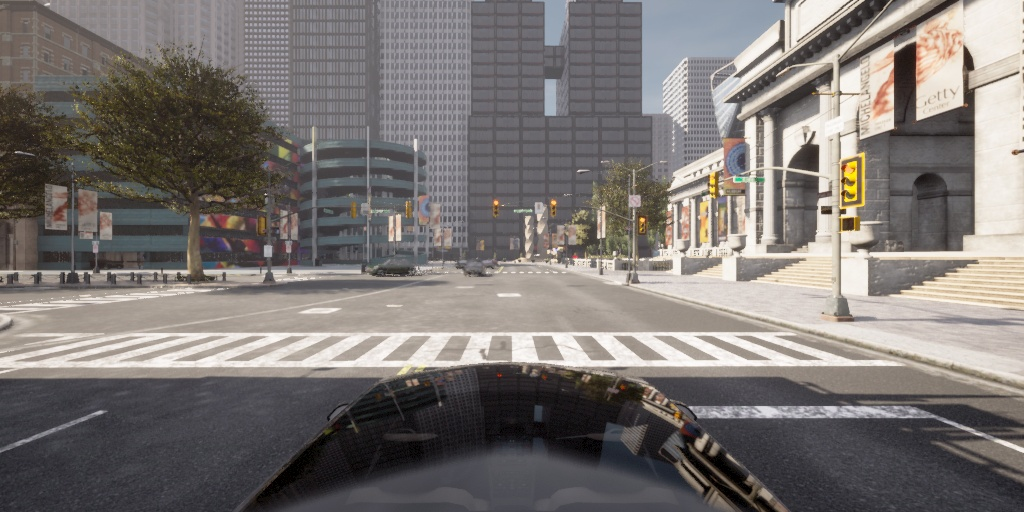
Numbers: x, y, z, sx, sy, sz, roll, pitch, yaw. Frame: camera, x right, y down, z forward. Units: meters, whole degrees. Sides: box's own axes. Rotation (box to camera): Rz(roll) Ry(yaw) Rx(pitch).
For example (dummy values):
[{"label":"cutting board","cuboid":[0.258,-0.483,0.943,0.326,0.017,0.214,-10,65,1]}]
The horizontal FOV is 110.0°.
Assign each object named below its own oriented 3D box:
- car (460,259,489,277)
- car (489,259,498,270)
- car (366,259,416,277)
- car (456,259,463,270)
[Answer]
[{"label":"car","cuboid":[-3.585,1.254,35.192,1.837,1.490,4.892,0,0,0]},{"label":"car","cuboid":[-3.577,1.297,53.076,2.033,1.411,5.357,0,0,0]},{"label":"car","cuboid":[-11.882,1.102,35.284,4.553,1.767,2.097,0,0,-44]},{"label":"car","cuboid":[-7.075,1.227,52.830,1.882,1.535,5.008,0,0,0]}]
